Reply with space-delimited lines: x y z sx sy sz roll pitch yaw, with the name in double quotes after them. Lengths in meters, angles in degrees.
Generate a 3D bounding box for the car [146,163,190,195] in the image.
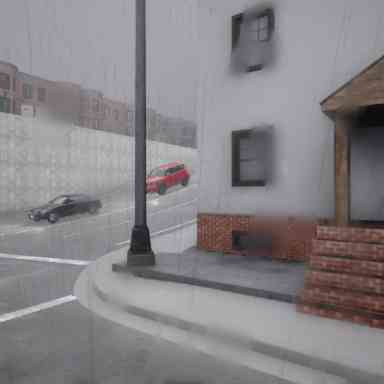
-2.351 -1.187 28.687 2.150 2.045 5.566 0 13 34 "car"

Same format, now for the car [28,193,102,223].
-7.826 0.873 20.854 1.812 1.442 4.674 0 7 35 "car"
